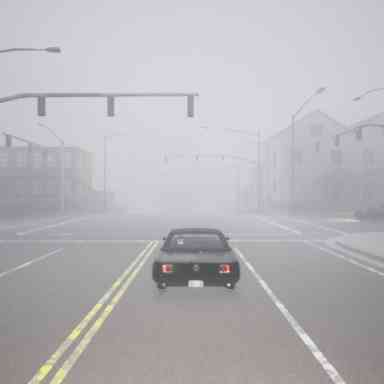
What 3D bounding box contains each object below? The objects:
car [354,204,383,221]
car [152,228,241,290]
[{"bbox_3d":[16.012,1.689,28.006,4.181,1.385,1.994,0,0,-1],"label":"car"},{"bbox_3d":[0.107,1.642,9.178,1.895,1.301,4.718,0,0,1],"label":"car"}]
